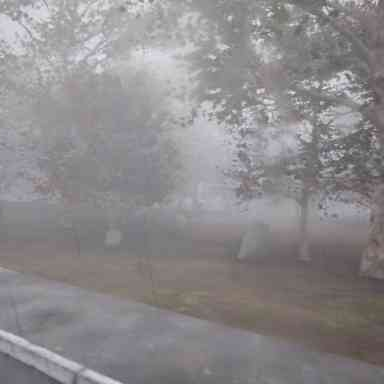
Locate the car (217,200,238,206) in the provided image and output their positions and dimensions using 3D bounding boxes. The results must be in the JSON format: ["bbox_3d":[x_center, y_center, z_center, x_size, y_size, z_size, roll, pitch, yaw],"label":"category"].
[{"bbox_3d":[8.991,2.757,89.127,2.435,2.045,5.566,4,1,45],"label":"car"}]

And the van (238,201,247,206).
[{"bbox_3d":[12.825,3.023,93.002,1.878,1.987,4.442,4,1,45],"label":"van"}]
